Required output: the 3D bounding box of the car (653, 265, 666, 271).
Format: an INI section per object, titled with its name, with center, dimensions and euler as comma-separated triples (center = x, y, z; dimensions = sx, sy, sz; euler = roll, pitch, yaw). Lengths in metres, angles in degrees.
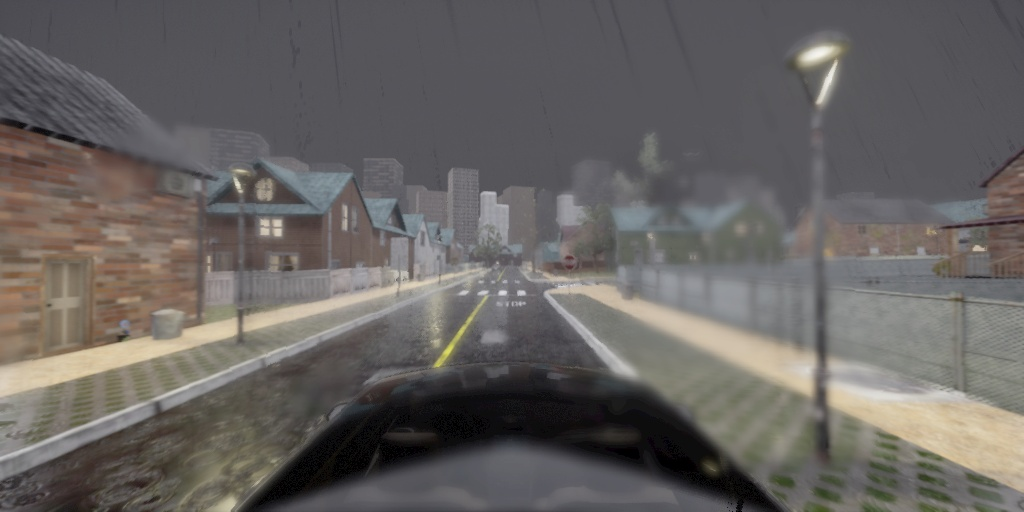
[car]
center = 11.506, 1.379, 26.895
dimensions = 4.674, 1.442, 1.812
euler = -2, -1, 1
